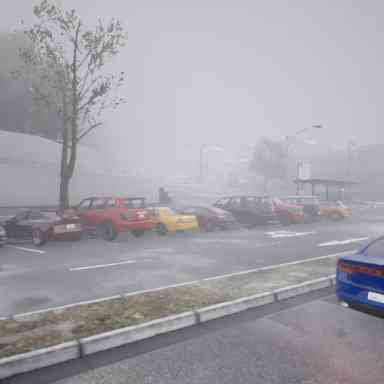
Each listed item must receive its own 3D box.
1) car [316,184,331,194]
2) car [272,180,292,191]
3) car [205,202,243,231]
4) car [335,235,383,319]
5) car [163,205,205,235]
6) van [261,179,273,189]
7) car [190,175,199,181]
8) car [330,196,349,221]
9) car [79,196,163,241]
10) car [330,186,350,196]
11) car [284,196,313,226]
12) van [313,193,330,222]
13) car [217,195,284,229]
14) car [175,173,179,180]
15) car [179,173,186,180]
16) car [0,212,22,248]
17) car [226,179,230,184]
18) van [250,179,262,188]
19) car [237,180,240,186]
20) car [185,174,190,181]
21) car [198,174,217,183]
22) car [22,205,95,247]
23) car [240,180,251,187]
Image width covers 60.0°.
[{"bbox_3d":[23.506,-0.426,58.265,2.435,2.045,5.566,7,3,35],"label":"car"},{"bbox_3d":[18.302,-0.992,65.656,2.231,1.521,4.892,7,3,35],"label":"car"},{"bbox_3d":[0.384,1.548,20.438,4.674,1.452,2.002,-1,-1,35],"label":"car"},{"bbox_3d":[4.885,1.487,6.601,5.008,1.535,1.882,0,0,-35],"label":"car"},{"bbox_3d":[-2.224,1.503,18.812,5.366,1.575,1.946,-1,-1,35],"label":"car"},{"bbox_3d":[16.544,-1.490,68.019,1.878,1.987,4.442,7,4,35],"label":"van"},{"bbox_3d":[2.728,-3.698,87.786,2.435,2.045,5.566,7,3,34],"label":"car"},{"bbox_3d":[10.279,1.403,27.312,4.553,1.767,2.185,-1,-1,35],"label":"car"},{"bbox_3d":[-4.545,1.248,16.987,5.566,2.045,2.435,-1,-1,35],"label":"car"},{"bbox_3d":[25.194,0.137,55.791,2.002,1.452,4.674,7,3,35],"label":"car"},{"bbox_3d":[5.328,1.267,23.896,5.566,2.045,2.435,-1,-1,35],"label":"car"},{"bbox_3d":[7.868,1.297,25.564,4.442,1.987,1.878,-1,-1,35],"label":"van"},{"bbox_3d":[2.813,1.262,22.193,5.566,2.045,2.435,-1,-1,35],"label":"car"},{"bbox_3d":[-2.561,-4.361,95.075,2.435,2.045,5.566,1,-1,34],"label":"car"},{"bbox_3d":[-0.792,-4.084,92.726,2.185,1.767,4.553,4,1,34],"label":"car"},{"bbox_3d":[-9.413,1.493,13.500,4.892,1.521,2.231,-1,-1,35],"label":"car"},{"bbox_3d":[9.676,-2.317,78.011,2.002,1.452,4.674,7,3,35],"label":"car"},{"bbox_3d":[14.817,-1.763,70.492,1.878,1.987,4.442,7,4,35],"label":"van"},{"bbox_3d":[11.416,-2.043,75.547,2.002,1.452,4.674,7,4,35],"label":"car"},{"bbox_3d":[0.936,-3.850,90.254,2.185,1.767,4.553,6,3,34],"label":"car"},{"bbox_3d":[4.577,-3.175,85.525,1.946,1.575,5.366,7,3,34],"label":"car"},{"bbox_3d":[-6.991,1.524,15.244,4.792,1.488,2.163,-1,-1,35],"label":"car"},{"bbox_3d":[13.245,-1.811,73.225,1.946,1.575,5.366,7,3,35],"label":"car"}]
